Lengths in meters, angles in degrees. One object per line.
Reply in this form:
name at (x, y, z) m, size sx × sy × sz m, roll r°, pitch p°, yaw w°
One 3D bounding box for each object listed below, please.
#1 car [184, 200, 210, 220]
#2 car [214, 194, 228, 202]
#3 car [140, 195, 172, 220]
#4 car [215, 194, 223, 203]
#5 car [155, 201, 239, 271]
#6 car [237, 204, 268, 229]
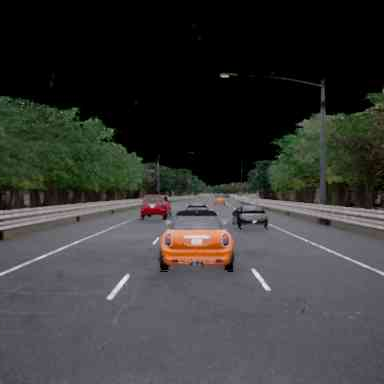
car at (0.466, 1.544, 29.383) m, size 2.128 × 1.511 × 4.902 m, roll 0°, pitch 0°, yaw 2°
car at (5.475, 1.623, 65.435) m, size 2.097 × 1.767 × 4.553 m, roll 0°, pitch 0°, yaw 4°
car at (-3.042, 1.271, 28.872) m, size 2.150 × 2.045 × 5.566 m, roll 0°, pitch 0°, yaw 2°
car at (7.088, 1.663, 87.287) m, size 2.150 × 2.045 × 5.566 m, roll 0°, pitch 0°, yaw 5°
car at (0.148, 1.361, 11.102) m, size 2.097 × 1.767 × 4.553 m, roll 0°, pitch 0°, yaw 0°
car at (3.685, 1.521, 21.748) m, size 2.128 × 1.511 × 4.902 m, roll 0°, pitch 0°, yaw 1°
